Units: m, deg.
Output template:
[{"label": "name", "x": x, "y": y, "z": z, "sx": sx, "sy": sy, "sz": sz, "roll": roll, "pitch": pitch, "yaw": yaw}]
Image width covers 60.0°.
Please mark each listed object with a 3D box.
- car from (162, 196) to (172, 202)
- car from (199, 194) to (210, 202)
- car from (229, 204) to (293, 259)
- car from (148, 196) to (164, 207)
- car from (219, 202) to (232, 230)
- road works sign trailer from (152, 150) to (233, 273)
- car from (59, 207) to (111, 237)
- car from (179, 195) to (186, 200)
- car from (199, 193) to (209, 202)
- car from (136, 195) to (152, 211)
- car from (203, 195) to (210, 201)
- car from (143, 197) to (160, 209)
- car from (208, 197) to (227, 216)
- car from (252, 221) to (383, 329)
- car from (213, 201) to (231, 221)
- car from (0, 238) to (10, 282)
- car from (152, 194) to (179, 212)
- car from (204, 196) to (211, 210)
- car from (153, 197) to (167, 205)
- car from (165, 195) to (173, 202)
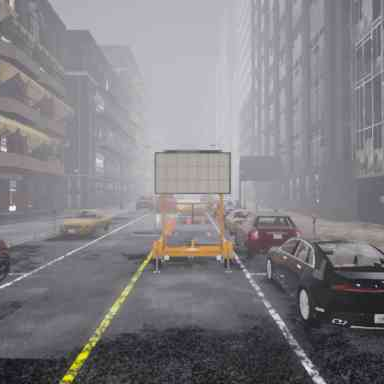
[{"label": "car", "x": -5.520, "y": 1.528, "z": 74.711, "sx": 1.887, "sy": 1.381, "sz": 4.507, "roll": 1, "pitch": 0, "yaw": 0}, {"label": "car", "x": 2.852, "y": 1.302, "z": 69.039, "sx": 2.192, "sy": 1.841, "sz": 5.009, "roll": 1, "pitch": 0, "yaw": 0}, {"label": "car", "x": 2.730, "y": 1.443, "z": 12.525, "sx": 1.967, "sy": 1.590, "sz": 4.097, "roll": 1, "pitch": 0, "yaw": 0}, {"label": "car", "x": -5.566, "y": 1.435, "z": 52.104, "sx": 1.967, "sy": 1.590, "sz": 4.097, "roll": 1, "pitch": 0, "yaw": 0}, {"label": "car", "x": 2.741, "y": 1.529, "z": 18.346, "sx": 1.752, "sy": 1.417, "sz": 4.829, "roll": 1, "pitch": 0, "yaw": 0}, {"label": "road works sign trailer", "x": 0.023, "y": 0.467, "z": 10.642, "sx": 2.380, "sy": 3.560, "sz": 2.880, "roll": 0, "pitch": 0, "yaw": 0}, {"label": "car", "x": -5.640, "y": 1.529, "z": 18.025, "sx": 1.752, "sy": 1.417, "sz": 4.829, "roll": 1, "pitch": 0, "yaw": 0}, {"label": "car", "x": -2.808, "y": 1.489, "z": 90.657, "sx": 1.837, "sy": 1.490, "sz": 4.892, "roll": 0, "pitch": 0, "yaw": 0}, {"label": "car", "x": 2.876, "y": 1.295, "z": 80.342, "sx": 2.192, "sy": 1.841, "sz": 5.009, "roll": 1, "pitch": 0, "yaw": 0}, {"label": "car", "x": -5.588, "y": 1.314, "z": 40.802, "sx": 2.192, "sy": 1.841, "sz": 5.009, "roll": 1, "pitch": 0, "yaw": 0}, {"label": "car", "x": 2.801, "y": 1.522, "z": 46.604, "sx": 1.752, "sy": 1.417, "sz": 4.829, "roll": 1, "pitch": 0, "yaw": 0}, {"label": "car", "x": -5.580, "y": 1.522, "z": 46.283, "sx": 1.752, "sy": 1.417, "sz": 4.829, "roll": 1, "pitch": 0, "yaw": 0}, {"label": "car", "x": 2.766, "y": 1.443, "z": 29.478, "sx": 1.967, "sy": 1.590, "sz": 4.097, "roll": 1, "pitch": 0, "yaw": 0}, {"label": "car", "x": 2.716, "y": 1.553, "z": 6.872, "sx": 2.008, "sy": 1.369, "sz": 4.403, "roll": 1, "pitch": 0, "yaw": 0}, {"label": "car", "x": 2.752, "y": 1.586, "z": 23.827, "sx": 1.802, "sy": 1.307, "sz": 4.206, "roll": 1, "pitch": 0, "yaw": 0}, {"label": "car", "x": -5.662, "y": 1.442, "z": 6.891, "sx": 1.967, "sy": 1.590, "sz": 4.097, "roll": 1, "pitch": 0, "yaw": 0}, {"label": "car", "x": -3.019, "y": 1.221, "z": 38.861, "sx": 2.150, "sy": 2.045, "sz": 5.566, "roll": 0, "pitch": 0, "yaw": 0}, {"label": "car", "x": 2.788, "y": 1.565, "z": 40.783, "sx": 1.947, "sy": 1.339, "sz": 4.313, "roll": 1, "pitch": 0, "yaw": 0}, {"label": "car", "x": -5.555, "y": 1.537, "z": 57.757, "sx": 1.887, "sy": 1.381, "sz": 4.507, "roll": 1, "pitch": 0, "yaw": 0}, {"label": "car", "x": -5.507, "y": 1.505, "z": 80.191, "sx": 1.752, "sy": 1.417, "sz": 4.829, "roll": 1, "pitch": 0, "yaw": 0}]
